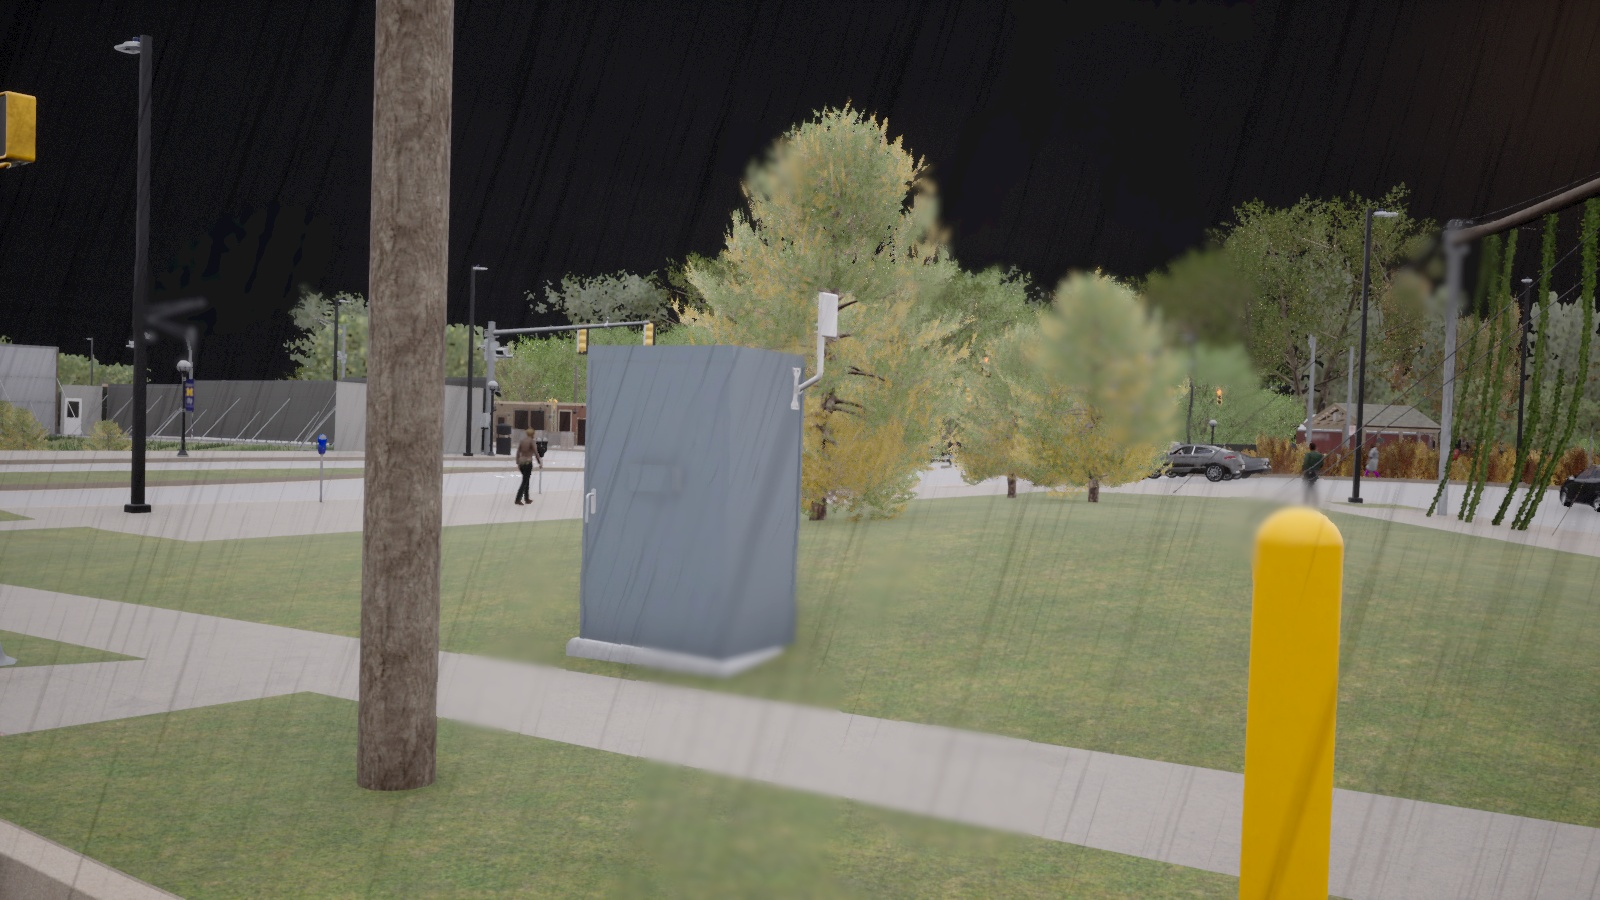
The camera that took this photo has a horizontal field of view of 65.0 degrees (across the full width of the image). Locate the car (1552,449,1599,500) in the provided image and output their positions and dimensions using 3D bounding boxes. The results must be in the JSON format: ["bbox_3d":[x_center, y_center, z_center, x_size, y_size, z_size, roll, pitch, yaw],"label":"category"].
[{"bbox_3d":[26.201,0.773,40.792,1.845,1.501,3.633,1,2,10],"label":"car"}]

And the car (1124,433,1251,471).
[{"bbox_3d":[17.392,0.084,56.400,5.027,1.651,2.152,0,1,34],"label":"car"}]

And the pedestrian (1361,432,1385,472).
[{"bbox_3d":[28.047,0.096,61.471,0.873,1.952,0.659,2,2,42],"label":"pedestrian"}]

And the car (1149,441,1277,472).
[{"bbox_3d":[19.500,0.293,59.384,5.357,1.411,2.033,0,1,34],"label":"car"}]

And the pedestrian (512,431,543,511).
[{"bbox_3d":[-6.339,0.480,29.198,0.331,1.846,0.634,2,2,31],"label":"pedestrian"}]

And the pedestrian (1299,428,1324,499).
[{"bbox_3d":[14.443,0.372,35.463,0.423,1.949,0.788,1,2,8],"label":"pedestrian"}]
